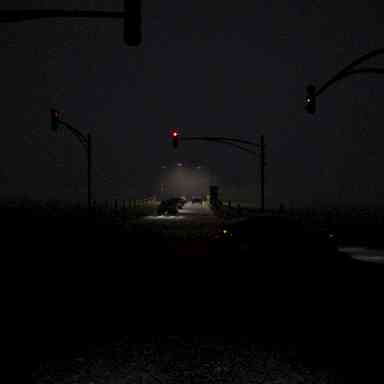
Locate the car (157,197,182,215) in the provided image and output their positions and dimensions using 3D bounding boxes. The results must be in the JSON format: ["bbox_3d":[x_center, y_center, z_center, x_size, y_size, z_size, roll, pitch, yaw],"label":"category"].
[{"bbox_3d":[-2.414,1.553,34.180,2.033,1.411,5.357,0,0,0],"label":"car"}]

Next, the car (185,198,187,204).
[{"bbox_3d":[-2.122,1.560,53.805,2.033,1.411,5.357,0,0,1],"label":"car"}]

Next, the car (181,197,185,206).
[{"bbox_3d":[-2.265,1.514,43.957,1.837,1.490,4.892,0,0,1],"label":"car"}]

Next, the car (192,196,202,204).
[{"bbox_3d":[0.983,1.495,64.415,1.882,1.535,5.008,0,0,1],"label":"car"}]

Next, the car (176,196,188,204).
[{"bbox_3d":[-1.924,1.581,63.810,1.994,1.385,4.181,0,0,2],"label":"car"}]

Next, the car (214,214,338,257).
[{"bbox_3d":[3.192,1.605,12.930,4.674,1.442,1.812,1,0,1],"label":"car"}]
